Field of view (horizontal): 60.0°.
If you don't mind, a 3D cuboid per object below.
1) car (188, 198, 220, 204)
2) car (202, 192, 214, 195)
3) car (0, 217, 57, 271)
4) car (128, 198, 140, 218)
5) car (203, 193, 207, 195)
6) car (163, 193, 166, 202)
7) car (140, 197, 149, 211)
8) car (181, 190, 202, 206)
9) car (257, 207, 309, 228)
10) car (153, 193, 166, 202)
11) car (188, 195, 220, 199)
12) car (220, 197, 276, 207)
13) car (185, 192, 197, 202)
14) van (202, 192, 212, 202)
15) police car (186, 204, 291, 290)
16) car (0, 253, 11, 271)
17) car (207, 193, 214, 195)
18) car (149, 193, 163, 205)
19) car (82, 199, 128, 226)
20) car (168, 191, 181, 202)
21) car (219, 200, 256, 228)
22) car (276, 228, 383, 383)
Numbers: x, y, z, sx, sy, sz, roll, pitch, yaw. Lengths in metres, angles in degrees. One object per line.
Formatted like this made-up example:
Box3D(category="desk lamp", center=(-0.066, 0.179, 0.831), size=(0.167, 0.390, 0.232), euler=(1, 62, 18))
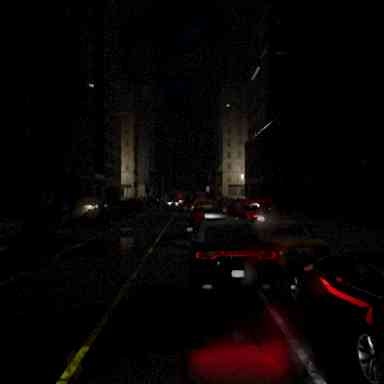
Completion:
Box3D(category="car", center=(0.860, 1.317, 18.885), size=(1.882, 1.535, 5.008), euler=(0, 0, 0))
Box3D(category="car", center=(2.754, 1.147, 49.174), size=(1.947, 1.339, 4.313), euler=(0, 0, 0))
Box3D(category="car", center=(-5.690, 1.492, 10.474), size=(1.802, 1.307, 4.206), euler=(0, 0, 0))
Box3D(category="car", center=(-5.725, 1.335, 27.049), size=(1.947, 1.339, 4.313), euler=(0, 0, 0))
Box3D(category="car", center=(2.765, 1.179, 43.651), size=(2.008, 1.369, 4.403), euler=(0, 0, 0))
Box3D(category="car", center=(-5.784, 1.100, 54.673), size=(1.947, 1.339, 4.313), euler=(0, 0, 0))
Box3D(category="car", center=(-5.737, 1.288, 32.573), size=(1.947, 1.339, 4.313), euler=(0, 0, 0))
Box3D(category="car", center=(-0.086, 0.953, 46.848), size=(2.097, 1.767, 4.553), euler=(0, 0, 0))
Box3D(category="car", center=(2.836, 1.434, 10.680), size=(1.752, 1.417, 4.829), euler=(0, 0, 0))
Box3D(category="car", center=(-5.796, 0.927, 60.197), size=(1.967, 1.590, 4.097), euler=(0, 0, 0))
Box3D(category="car", center=(0.847, 1.266, 24.885), size=(1.882, 1.535, 5.008), euler=(0, 0, 0))
Box3D(category="car", center=(2.824, 1.178, 16.032), size=(2.192, 1.841, 5.009), euler=(0, 0, 0))
Box3D(category="car", center=(-0.128, 0.839, 60.253), size=(2.097, 1.767, 4.553), euler=(0, 0, 0))
Box3D(category="van", center=(2.730, 0.829, 60.219), size=(1.690, 1.788, 3.998), euler=(0, 0, 0))
Box3D(category="police car", center=(0.880, 1.349, 8.995), size=(1.930, 1.638, 5.238), euler=(0, 0, 0))
Box3D(category="car", center=(-3.103, 1.480, 1.243), size=(2.128, 1.511, 4.902), euler=(0, 0, 0))
Box3D(category="car", center=(2.789, 1.162, 32.603), size=(1.967, 1.590, 4.097), euler=(0, 0, 0))
Box3D(category="car", center=(-5.772, 1.163, 49.148), size=(1.802, 1.307, 4.206), euler=(0, 0, 0))
Box3D(category="car", center=(-5.713, 1.361, 21.524), size=(1.887, 1.381, 4.507), euler=(0, 0, 0))
Box3D(category="car", center=(-3.181, 1.055, 57.768), size=(2.033, 1.411, 5.357), euler=(0, 0, 0))
Box3D(category="car", center=(2.812, 1.340, 21.727), size=(1.752, 1.417, 4.829), euler=(0, 0, 0))
Box3D(category="car", center=(2.848, 1.523, 4.987), size=(1.947, 1.339, 4.313), euler=(0, 0, 0))
